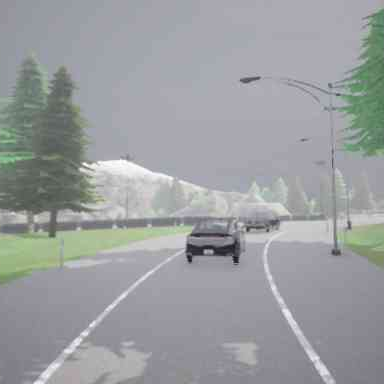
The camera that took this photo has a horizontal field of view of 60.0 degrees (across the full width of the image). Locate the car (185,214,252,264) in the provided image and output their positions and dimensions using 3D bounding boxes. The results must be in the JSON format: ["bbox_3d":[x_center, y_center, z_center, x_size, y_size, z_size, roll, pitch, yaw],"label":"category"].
[{"bbox_3d":[1.037,1.746,12.866,2.128,1.511,4.902,-1,-2,12],"label":"car"}]

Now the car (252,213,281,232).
[{"bbox_3d":[5.399,2.297,25.490,2.033,1.411,5.357,-3,-4,26],"label":"car"}]
